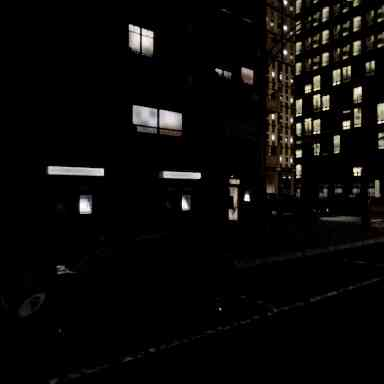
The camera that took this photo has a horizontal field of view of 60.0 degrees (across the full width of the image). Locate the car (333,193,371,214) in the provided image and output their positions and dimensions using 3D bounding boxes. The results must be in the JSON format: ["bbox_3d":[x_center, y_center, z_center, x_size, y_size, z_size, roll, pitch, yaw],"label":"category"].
[{"bbox_3d":[14.342,1.029,31.763,2.192,1.841,5.009,1,0,-36],"label":"car"}]

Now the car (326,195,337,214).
[{"bbox_3d":[9.429,1.197,28.638,1.837,1.490,4.892,0,1,-36],"label":"car"}]

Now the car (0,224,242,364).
[{"bbox_3d":[-1.116,1.440,5.780,4.097,1.590,1.967,0,0,-36],"label":"car"}]

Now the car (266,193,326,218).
[{"bbox_3d":[7.630,1.010,26.746,2.192,1.841,5.009,2,0,-36],"label":"car"}]

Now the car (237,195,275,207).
[{"bbox_3d":[7.759,1.073,40.698,1.947,1.339,4.313,1,0,-36],"label":"car"}]
